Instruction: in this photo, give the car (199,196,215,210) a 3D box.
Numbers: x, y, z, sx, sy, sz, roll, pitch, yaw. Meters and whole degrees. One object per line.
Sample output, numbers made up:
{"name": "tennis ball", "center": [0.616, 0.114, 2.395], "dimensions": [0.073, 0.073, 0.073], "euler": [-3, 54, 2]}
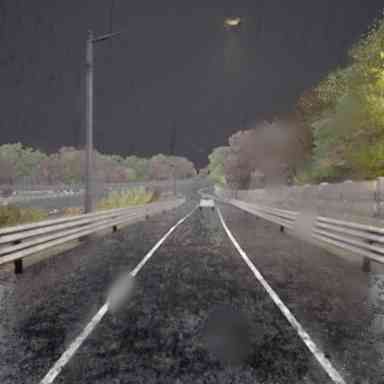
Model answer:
{"name": "car", "center": [2.347, 1.653, 52.110], "dimensions": [2.150, 2.045, 5.566], "euler": [0, 0, 3]}
